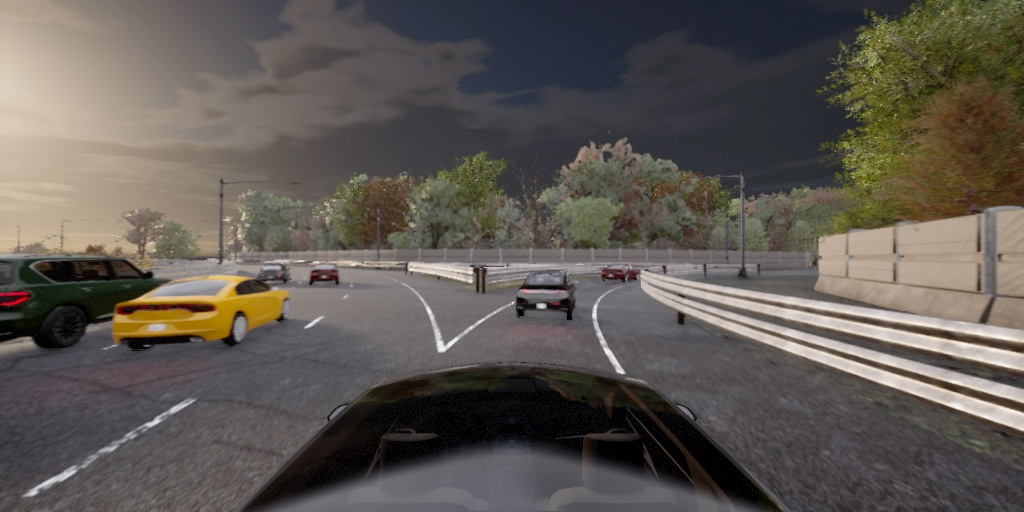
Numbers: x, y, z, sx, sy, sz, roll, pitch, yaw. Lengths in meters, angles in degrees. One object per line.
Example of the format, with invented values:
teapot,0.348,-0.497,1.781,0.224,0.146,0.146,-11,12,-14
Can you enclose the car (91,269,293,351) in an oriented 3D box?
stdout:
car,-7.413,1.238,9.241,1.882,1.535,5.008,0,-1,-15

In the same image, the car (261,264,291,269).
car,-18.163,1.332,27.469,1.812,1.442,4.674,0,0,-27

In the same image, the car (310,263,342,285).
car,-14.037,1.294,27.070,1.882,1.535,5.008,0,0,-25

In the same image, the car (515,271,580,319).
car,1.388,1.293,13.060,2.128,1.511,4.902,0,0,12

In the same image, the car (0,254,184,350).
car,-10.947,0.973,8.930,2.150,2.045,5.566,0,0,-15

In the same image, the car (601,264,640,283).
car,9.094,1.373,29.841,1.882,1.535,5.008,0,-1,36
